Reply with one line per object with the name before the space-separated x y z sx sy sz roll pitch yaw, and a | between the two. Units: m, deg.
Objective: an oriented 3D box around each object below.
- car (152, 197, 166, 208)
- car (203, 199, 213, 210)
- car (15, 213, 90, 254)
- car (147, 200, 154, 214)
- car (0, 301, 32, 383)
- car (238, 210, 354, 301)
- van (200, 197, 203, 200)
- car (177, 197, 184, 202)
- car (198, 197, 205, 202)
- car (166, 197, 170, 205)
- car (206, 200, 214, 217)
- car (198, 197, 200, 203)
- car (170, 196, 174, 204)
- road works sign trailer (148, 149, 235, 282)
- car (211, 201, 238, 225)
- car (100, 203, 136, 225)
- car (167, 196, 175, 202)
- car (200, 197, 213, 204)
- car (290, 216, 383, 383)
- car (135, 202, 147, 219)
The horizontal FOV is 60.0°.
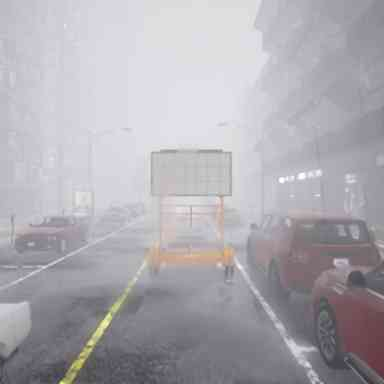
car | -5.777 1.770 53.669 1.967 1.590 4.097 1 0 0
car | 2.633 1.783 36.678 2.008 1.369 4.403 1 0 0
car | -5.706 1.638 14.070 1.887 1.381 4.507 1 0 0
car | -5.748 1.798 36.697 1.947 1.339 4.313 1 0 0
car | -3.004 1.615 2.074 1.895 1.301 4.718 0 0 0
car | 2.688 1.371 8.397 2.192 1.841 5.009 1 0 0
van | 2.605 1.671 53.650 1.690 1.788 3.998 1 0 0
car | -3.165 2.085 89.955 2.033 1.411 5.357 0 0 0
car | 2.530 2.125 93.244 1.802 1.307 4.206 1 0 0
car | -5.799 1.976 64.981 1.802 1.307 4.206 1 0 0
car | 2.643 1.765 31.021 1.947 1.339 4.313 1 0 0
car | 2.560 2.037 76.274 1.802 1.307 4.206 1 0 0
car | -5.818 1.896 76.295 1.967 1.590 4.097 1 0 0
road works sign trailer | -0.018 0.531 9.962 2.380 3.560 2.880 0 0 0
car | 2.654 1.691 25.535 1.752 1.417 4.829 1 0 0
car | -5.727 1.747 25.383 1.802 1.307 4.206 1 0 0
car | -5.848 1.983 93.266 1.967 1.590 4.097 1 0 0
car | 2.612 1.863 47.991 1.947 1.339 4.313 1 0 0
car | 2.698 1.334 2.740 2.192 1.841 5.009 1 0 0
car | -5.737 1.744 31.040 1.887 1.381 4.507 1 0 0
